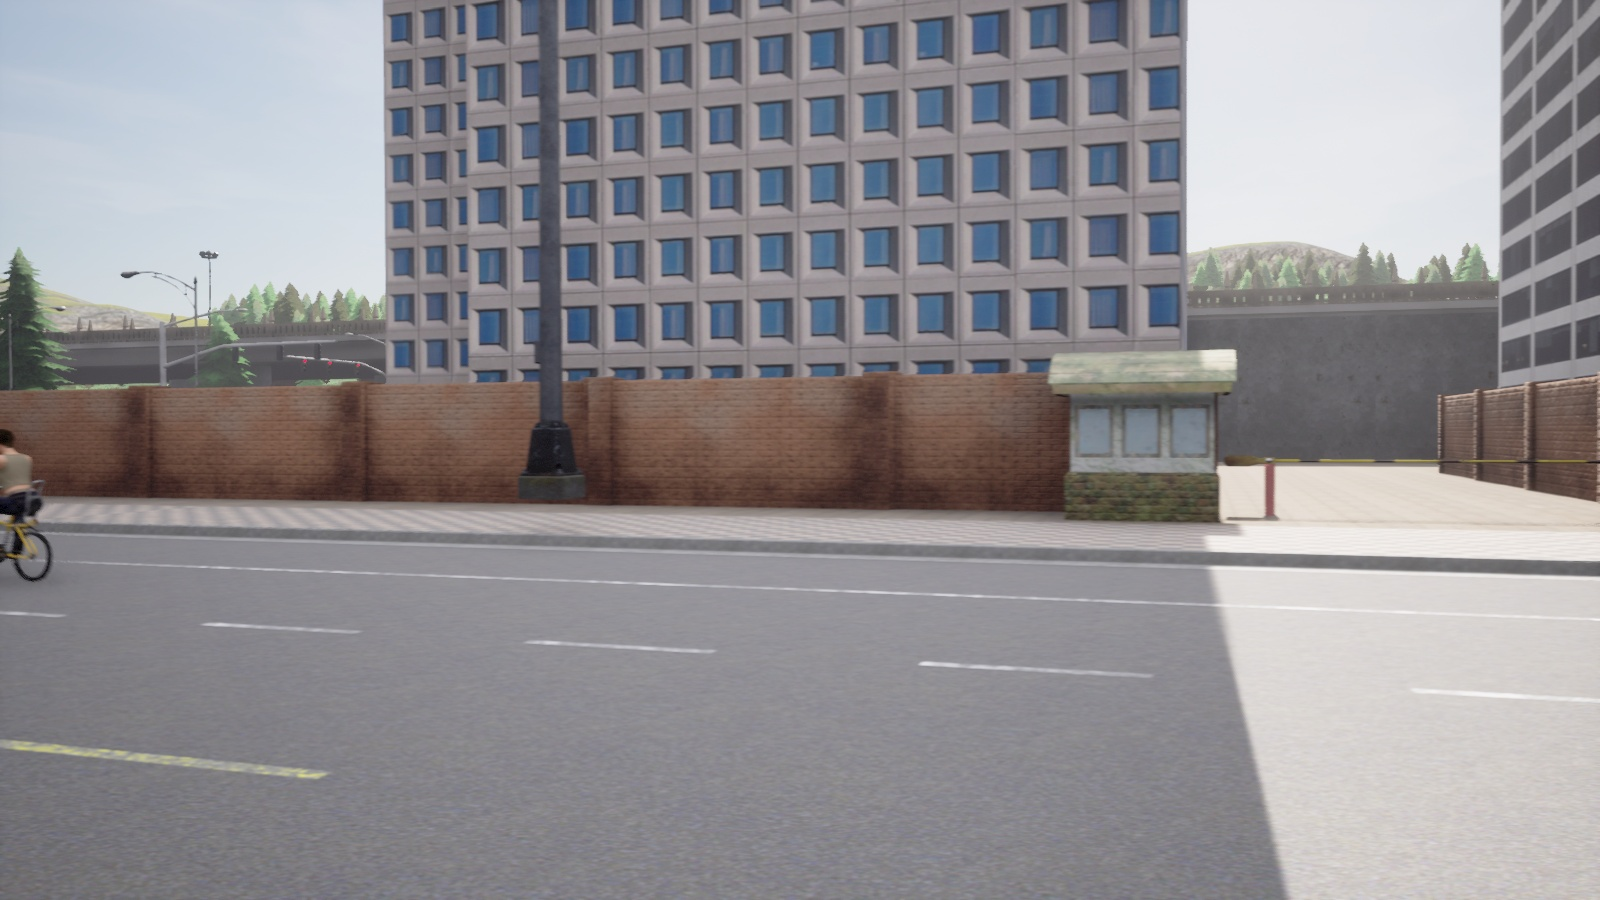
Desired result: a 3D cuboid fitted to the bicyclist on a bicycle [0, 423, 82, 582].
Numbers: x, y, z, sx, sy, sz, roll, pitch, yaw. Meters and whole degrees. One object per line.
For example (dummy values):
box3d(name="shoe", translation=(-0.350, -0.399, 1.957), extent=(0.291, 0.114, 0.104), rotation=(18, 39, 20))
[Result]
box3d(name="bicyclist on a bicycle", translation=(-8.581, 0.518, 13.341), extent=(1.509, 1.612, 0.866), rotation=(1, 1, 18))
